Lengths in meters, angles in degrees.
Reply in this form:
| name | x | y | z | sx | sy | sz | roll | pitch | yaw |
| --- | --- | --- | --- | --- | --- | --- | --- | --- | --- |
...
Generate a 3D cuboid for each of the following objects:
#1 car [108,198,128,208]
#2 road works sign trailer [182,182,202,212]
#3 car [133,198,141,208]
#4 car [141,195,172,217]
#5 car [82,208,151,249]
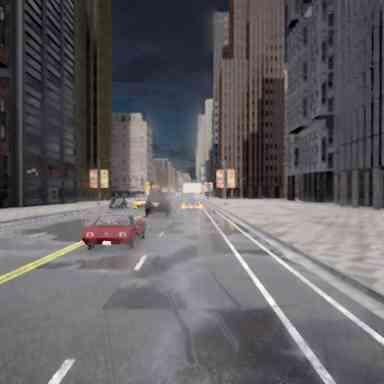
| name | x | y | z | sx | sy | sz | roll | pitch | yaw |
| --- | --- | --- | --- | --- | --- | --- | --- | --- | --- |
| car | -9.823 | 1.581 | 44.666 | 1.837 | 1.490 | 4.892 | 0 | 0 | 0 |
| road works sign trailer | 0.016 | 0.529 | 40.701 | 2.380 | 3.560 | 2.880 | 0 | 0 | 1 |
| car | -6.574 | 1.553 | 44.311 | 1.882 | 1.535 | 5.008 | 0 | 0 | 0 |
| car | -3.144 | 1.259 | 31.714 | 2.150 | 2.045 | 5.566 | 0 | 0 | 0 |
| car | -3.147 | 1.605 | 14.521 | 1.895 | 1.301 | 4.718 | 0 | 0 | 0 |
